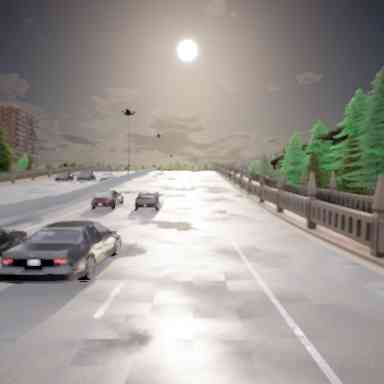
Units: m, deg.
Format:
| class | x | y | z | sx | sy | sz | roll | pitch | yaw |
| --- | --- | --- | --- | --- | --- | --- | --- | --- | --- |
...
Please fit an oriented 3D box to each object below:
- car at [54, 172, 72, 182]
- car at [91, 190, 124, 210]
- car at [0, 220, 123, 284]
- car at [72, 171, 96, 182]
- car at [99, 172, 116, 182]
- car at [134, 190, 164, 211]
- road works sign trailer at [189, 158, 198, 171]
| class | x | y | z | sx | sy | sz | roll | pitch | yaw |
| --- | --- | --- | --- | --- | --- | --- | --- | --- | --- |
| car | -20.839 | -2.467 | 54.467 | 1.837 | 1.490 | 4.892 | 0 | 7 | 1 |
| car | -6.881 | 0.538 | 27.310 | 1.812 | 1.442 | 4.674 | 0 | 6 | 1 |
| car | -3.475 | 1.554 | 9.861 | 2.033 | 1.411 | 5.357 | 0 | 1 | 1 |
| car | -17.349 | -2.632 | 54.563 | 2.097 | 1.767 | 4.553 | 0 | 6 | 1 |
| car | -13.849 | -2.477 | 54.732 | 1.812 | 1.442 | 4.674 | 0 | 7 | 1 |
| car | -3.389 | 0.561 | 26.694 | 2.128 | 1.511 | 4.902 | 0 | 5 | 1 |
| road works sign trailer | 0.478 | -7.588 | 92.757 | 2.380 | 3.560 | 2.880 | 2 | 0 | 0 |
